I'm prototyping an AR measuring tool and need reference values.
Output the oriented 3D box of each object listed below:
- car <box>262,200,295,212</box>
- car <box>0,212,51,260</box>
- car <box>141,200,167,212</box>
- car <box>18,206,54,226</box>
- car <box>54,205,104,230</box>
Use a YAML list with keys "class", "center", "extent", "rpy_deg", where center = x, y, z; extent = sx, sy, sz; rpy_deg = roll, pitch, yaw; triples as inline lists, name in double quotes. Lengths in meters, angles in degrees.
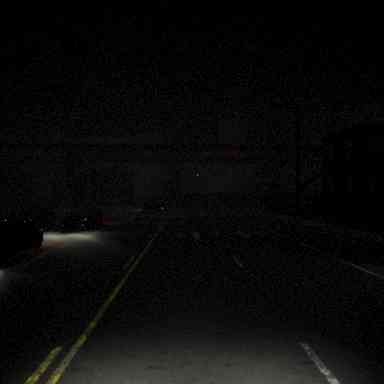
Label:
- class: "car"
  center: [11.265, 1.809, 42.685]
  extent: [4.674, 1.442, 1.812]
  rpy_deg: [0, -1, -11]
- class: "car"
  center: [-7.376, 1.703, 12.843]
  extent: [1.994, 1.385, 4.181]
  rpy_deg: [0, 0, -3]
- class: "car"
  center: [-5.334, 1.896, 45.919]
  extent: [1.837, 1.490, 4.892]
  rpy_deg: [1, -1, -36]
- class: "car"
  center: [-11.069, 1.743, 23.250]
  extent: [1.837, 1.490, 4.892]
  rpy_deg: [0, 0, -1]
- class: "car"
  center: [-7.568, 1.700, 23.243]
  extent: [1.882, 1.535, 5.008]
  rpy_deg: [0, 0, -1]
